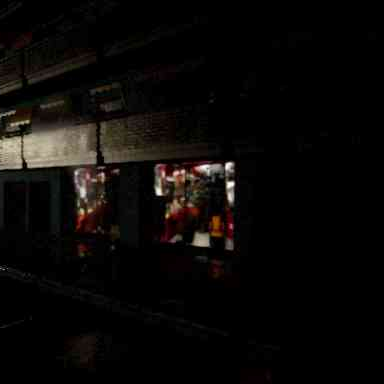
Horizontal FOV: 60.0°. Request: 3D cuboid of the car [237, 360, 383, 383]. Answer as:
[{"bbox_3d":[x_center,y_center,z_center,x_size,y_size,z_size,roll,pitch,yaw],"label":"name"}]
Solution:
[{"bbox_3d":[2.014,1.590,1.426,4.206,1.307,1.802,1,0,36],"label":"car"}]
